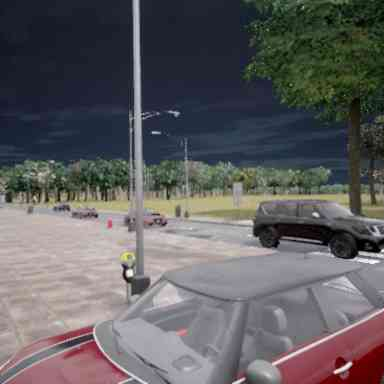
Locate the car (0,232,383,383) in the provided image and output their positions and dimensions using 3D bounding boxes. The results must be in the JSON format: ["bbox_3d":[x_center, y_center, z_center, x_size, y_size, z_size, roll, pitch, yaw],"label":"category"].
[{"bbox_3d":[0.224,1.431,2.985,4.097,1.590,1.967,0,-1,-36],"label":"car"}]

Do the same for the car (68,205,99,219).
[{"bbox_3d":[-11.859,2.224,36.833,1.994,1.385,4.181,-1,0,-35],"label":"car"}]

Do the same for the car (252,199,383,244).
[{"bbox_3d":[4.902,1.318,13.321,2.150,2.045,5.566,-1,-1,-36],"label":"car"}]

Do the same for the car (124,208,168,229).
[{"bbox_3d":[-3.559,1.942,25.172,1.994,1.385,4.181,-1,0,-36],"label":"car"}]

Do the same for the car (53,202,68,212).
[{"bbox_3d":[-22.044,2.547,56.134,1.837,1.490,4.892,-1,0,-36],"label":"car"}]
